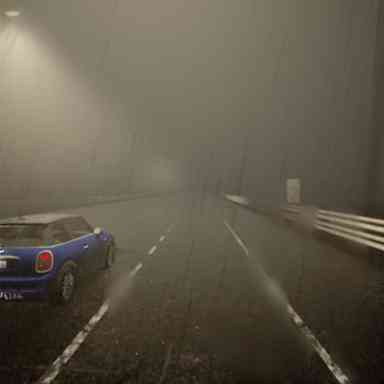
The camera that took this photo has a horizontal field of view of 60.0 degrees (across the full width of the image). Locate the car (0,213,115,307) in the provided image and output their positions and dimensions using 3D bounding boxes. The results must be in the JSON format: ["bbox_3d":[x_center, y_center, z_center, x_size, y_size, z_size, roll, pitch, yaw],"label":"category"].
[{"bbox_3d":[-3.365,1.300,8.048,2.097,1.767,4.553,0,0,2],"label":"car"}]
